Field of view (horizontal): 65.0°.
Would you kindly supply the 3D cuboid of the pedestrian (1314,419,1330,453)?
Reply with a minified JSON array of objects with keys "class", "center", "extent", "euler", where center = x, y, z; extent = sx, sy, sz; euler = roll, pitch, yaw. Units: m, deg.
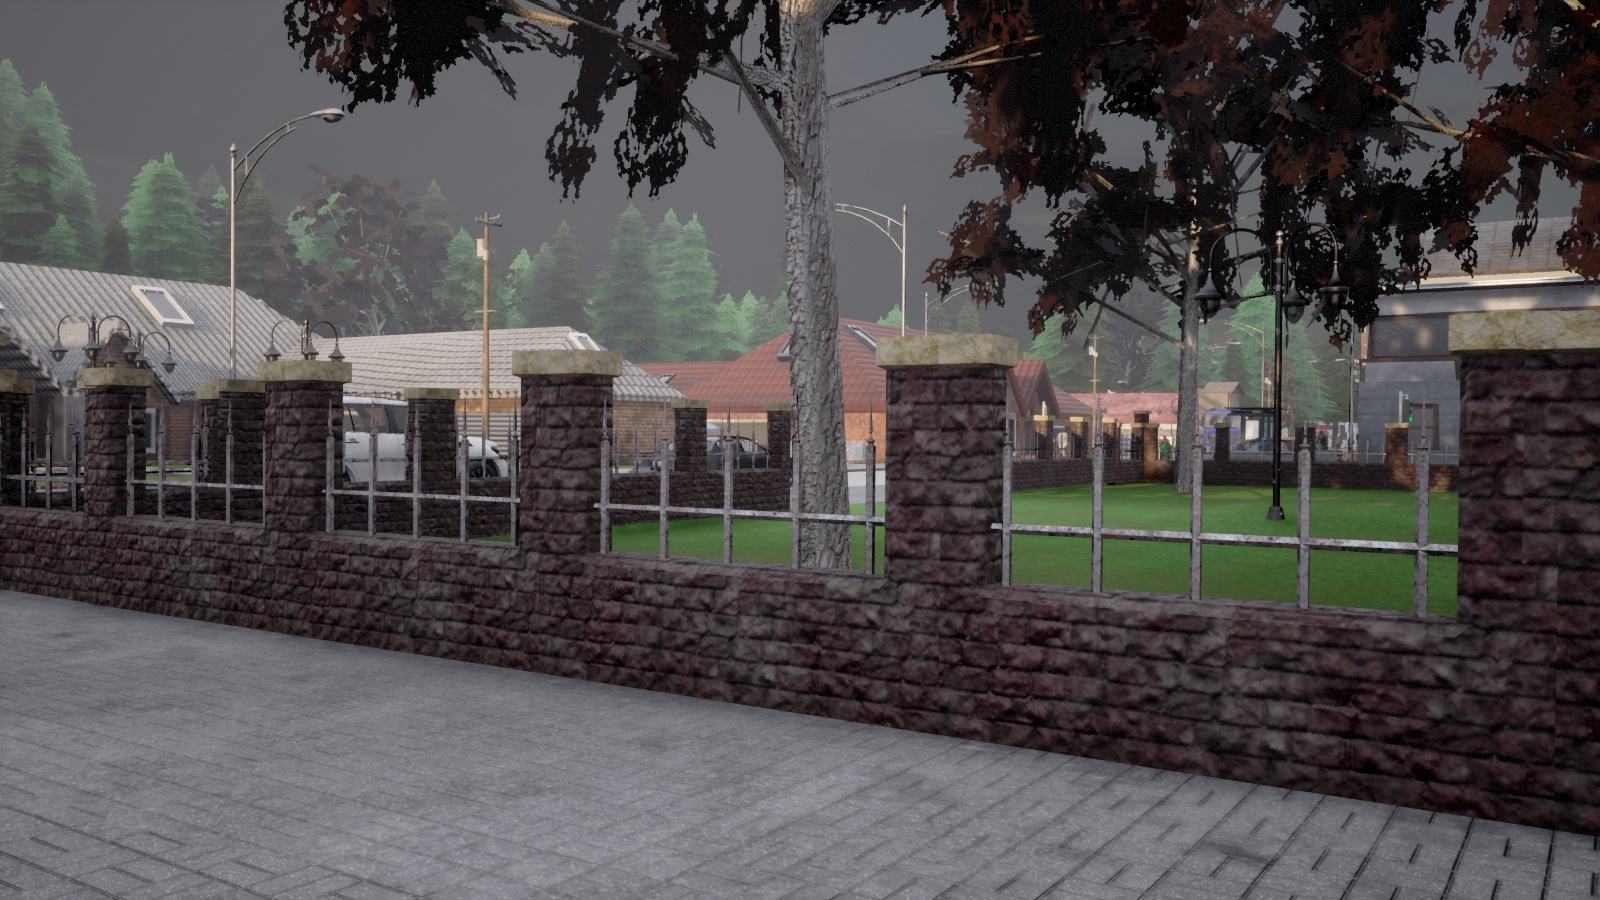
[{"class":"pedestrian","center":[28.760,-0.764,69.214],"extent":[0.563,1.883,0.849],"euler":[0,1,40]}]

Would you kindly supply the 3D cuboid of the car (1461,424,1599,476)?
[{"class":"car","center":[23.066,-0.023,38.337],"extent":[5.008,1.535,1.882],"euler":[0,1,30]}]

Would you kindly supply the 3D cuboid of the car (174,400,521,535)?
[{"class":"car","center":[-7.683,0.219,22.017],"extent":[2.150,2.045,5.566],"euler":[0,1,32]}]

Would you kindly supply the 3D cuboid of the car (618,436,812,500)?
[{"class":"car","center":[-1.944,0.375,30.879],"extent":[2.033,1.411,5.357],"euler":[0,1,31]}]

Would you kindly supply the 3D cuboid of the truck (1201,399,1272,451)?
[{"class":"truck","center":[30.728,-1.734,88.222],"extent":[2.891,3.462,7.936],"euler":[0,1,33]}]

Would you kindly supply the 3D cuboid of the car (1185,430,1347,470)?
[{"class":"car","center":[17.403,-0.020,46.958],"extent":[5.357,1.411,2.033],"euler":[0,1,33]}]
